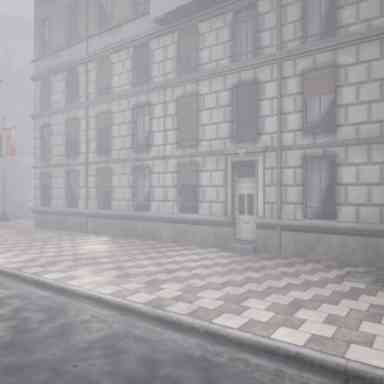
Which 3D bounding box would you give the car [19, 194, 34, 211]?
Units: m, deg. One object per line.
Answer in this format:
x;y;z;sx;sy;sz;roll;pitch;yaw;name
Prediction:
-17.089;1.352;38.878;2.097;1.767;4.553;0;0;36;car

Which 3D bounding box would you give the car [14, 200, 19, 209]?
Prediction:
-19.281;1.221;41.826;2.150;2.045;5.566;0;0;36;car
